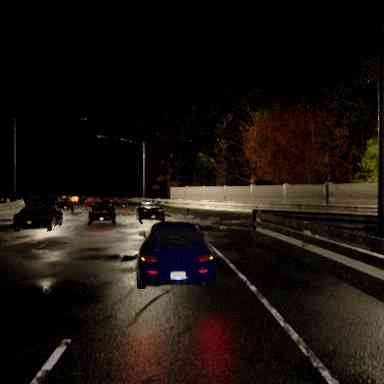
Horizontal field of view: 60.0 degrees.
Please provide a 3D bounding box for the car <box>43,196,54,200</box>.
[{"bbox_3d":[-31.129,1.463,71.878,1.994,1.385,4.181,0,0,-43],"label":"car"}]

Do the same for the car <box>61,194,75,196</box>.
[{"bbox_3d":[-25.498,1.297,70.624,2.097,1.767,4.553,0,1,-39],"label":"car"}]

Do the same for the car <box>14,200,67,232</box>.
[{"bbox_3d":[-9.206,1.493,20.286,1.882,1.535,5.008,0,0,-11],"label":"car"}]

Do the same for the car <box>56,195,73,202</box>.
[{"bbox_3d":[-28.513,1.389,74.203,1.882,1.535,5.008,0,0,-43],"label":"car"}]

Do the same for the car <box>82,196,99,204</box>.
[{"bbox_3d":[-12.495,1.510,42.328,1.882,1.535,5.008,0,0,-23],"label":"car"}]

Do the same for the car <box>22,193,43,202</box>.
[{"bbox_3d":[-33.766,1.136,69.575,2.150,2.045,5.566,0,0,-43],"label":"car"}]

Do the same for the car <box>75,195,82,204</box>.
[{"bbox_3d":[-20.136,1.539,63.169,2.128,1.511,4.902,0,0,-34],"label":"car"}]

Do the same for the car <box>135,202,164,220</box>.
[{"bbox_3d":[-3.274,1.511,25.577,2.128,1.511,4.902,0,0,-13],"label":"car"}]

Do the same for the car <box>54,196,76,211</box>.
[{"bbox_3d":[-15.670,1.536,40.859,1.837,1.490,4.892,0,0,-23],"label":"car"}]

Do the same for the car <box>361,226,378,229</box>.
[{"bbox_3d":[10.280,1.575,15.552,1.994,1.385,4.181,0,0,-44],"label":"car"}]

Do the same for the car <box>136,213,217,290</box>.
[{"bbox_3d":[-0.474,1.533,9.058,1.812,1.442,4.674,0,0,-5],"label":"car"}]

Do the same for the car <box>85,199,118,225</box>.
[{"bbox_3d":[-6.613,1.522,24.598,1.837,1.490,4.892,0,0,-13],"label":"car"}]

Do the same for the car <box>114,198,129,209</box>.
[{"bbox_3d":[-10.046,1.538,45.680,1.837,1.490,4.892,0,0,-26],"label":"car"}]
